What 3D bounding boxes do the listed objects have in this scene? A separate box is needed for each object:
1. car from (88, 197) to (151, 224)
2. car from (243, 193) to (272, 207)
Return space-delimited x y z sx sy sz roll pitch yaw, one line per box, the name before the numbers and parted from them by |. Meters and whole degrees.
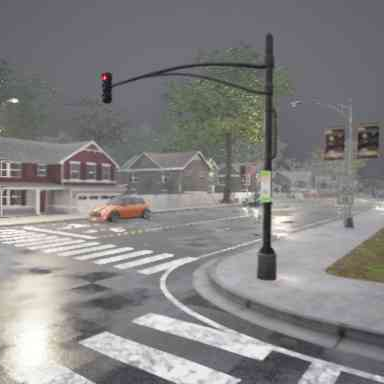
car | -5.102 1.180 23.706 2.097 1.767 4.553 1 1 36
car | 8.245 0.963 41.777 2.097 1.767 4.553 1 1 37
